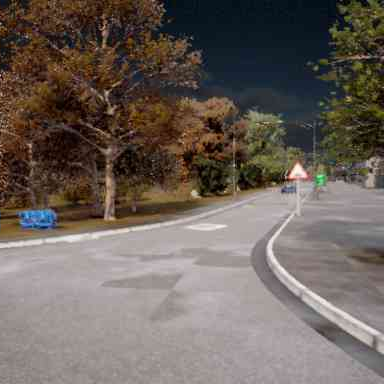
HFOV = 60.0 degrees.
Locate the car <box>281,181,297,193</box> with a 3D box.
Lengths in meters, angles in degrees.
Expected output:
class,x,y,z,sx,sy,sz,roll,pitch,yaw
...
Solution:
class,x,y,z,sx,sy,sz,roll,pitch,yaw
car,14.542,-0.808,49.345,2.097,1.767,4.553,-1,3,21
